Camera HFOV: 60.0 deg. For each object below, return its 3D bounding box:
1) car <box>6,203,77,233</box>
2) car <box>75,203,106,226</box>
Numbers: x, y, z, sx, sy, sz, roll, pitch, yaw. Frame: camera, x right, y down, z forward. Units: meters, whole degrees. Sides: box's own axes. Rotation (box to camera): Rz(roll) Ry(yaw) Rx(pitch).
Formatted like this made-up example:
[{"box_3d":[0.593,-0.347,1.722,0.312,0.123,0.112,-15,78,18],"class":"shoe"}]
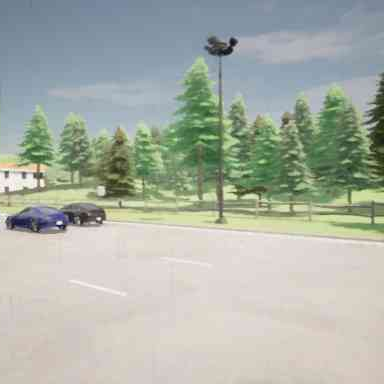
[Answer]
[{"box_3d":[-9.124,1.539,19.650,4.674,1.442,1.812,0,0,37],"class":"car"},{"box_3d":[-8.035,1.509,23.205,4.892,1.490,1.837,0,0,37],"class":"car"}]
